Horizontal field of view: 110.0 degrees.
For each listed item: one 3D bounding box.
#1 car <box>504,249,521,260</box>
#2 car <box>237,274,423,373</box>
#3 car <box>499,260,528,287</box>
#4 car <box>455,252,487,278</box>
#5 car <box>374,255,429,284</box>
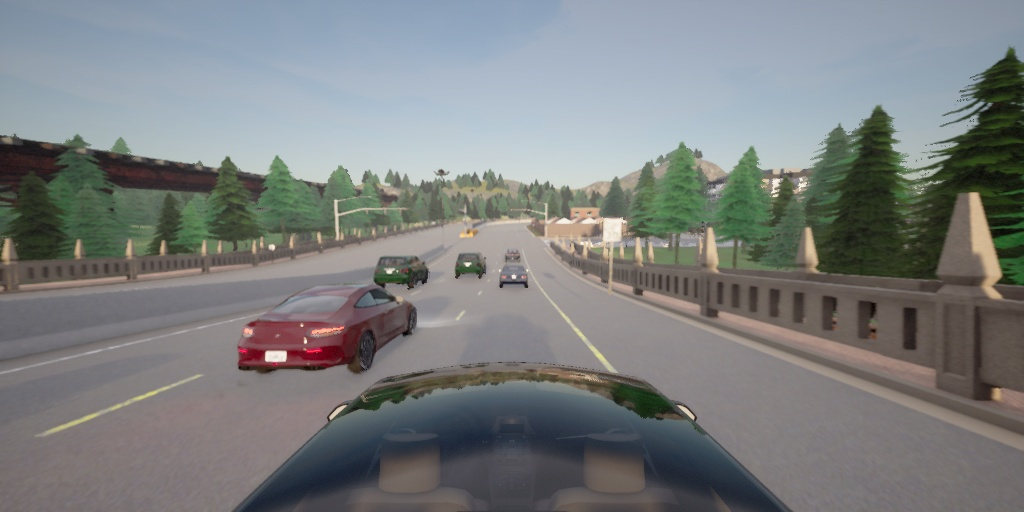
[{"bbox_3d":[0.070,-0.167,43.533,2.128,1.511,4.902,0,6,0],"label":"car"},{"bbox_3d":[-3.397,1.287,7.465,1.812,1.442,4.674,0,0,0],"label":"car"},{"bbox_3d":[0.109,1.239,23.825,2.033,1.411,5.357,0,2,0],"label":"car"},{"bbox_3d":[-3.389,0.666,30.034,2.150,2.045,5.566,0,3,0],"label":"car"},{"bbox_3d":[-6.892,0.941,22.842,2.150,2.045,5.566,0,1,0],"label":"car"}]
